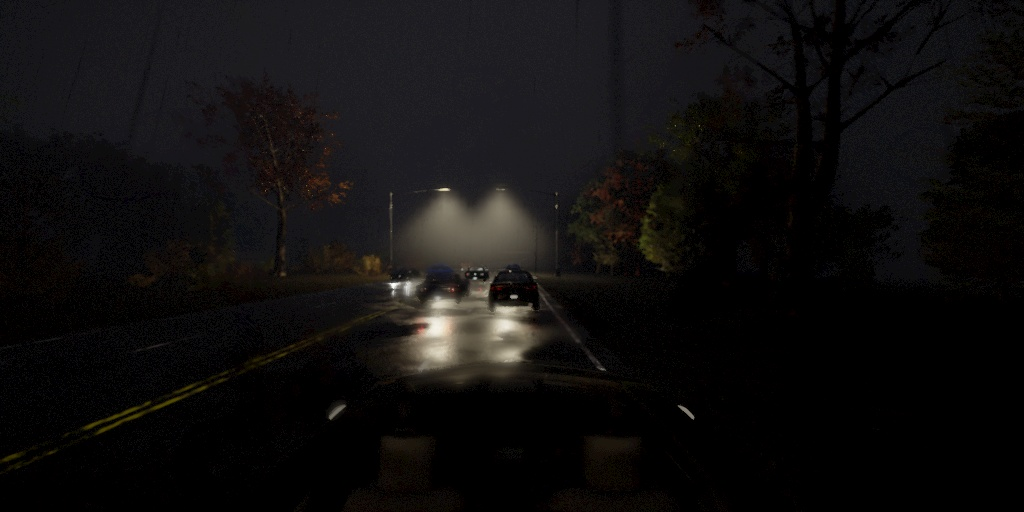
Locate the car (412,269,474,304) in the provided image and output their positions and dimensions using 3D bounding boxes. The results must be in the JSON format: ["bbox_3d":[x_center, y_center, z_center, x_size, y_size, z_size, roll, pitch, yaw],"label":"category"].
[{"bbox_3d":[-3.172,1.504,17.531,1.895,1.301,4.718,0,-1,0],"label":"car"}]

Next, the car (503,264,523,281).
[{"bbox_3d":[0.108,1.568,35.459,1.812,1.442,4.674,-2,-1,0],"label":"car"}]

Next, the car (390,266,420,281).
[{"bbox_3d":[-9.839,1.611,33.450,1.994,1.385,4.181,0,-1,0],"label":"car"}]

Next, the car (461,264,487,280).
[{"bbox_3d":[-3.146,1.643,32.967,1.895,1.301,4.718,0,0,0],"label":"car"}]

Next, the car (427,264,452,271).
[{"bbox_3d":[-6.592,1.519,32.809,1.882,1.535,5.008,0,0,0],"label":"car"}]

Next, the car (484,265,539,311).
[{"bbox_3d":[0.061,1.337,15.287,1.882,1.535,5.008,-2,-1,0],"label":"car"}]
